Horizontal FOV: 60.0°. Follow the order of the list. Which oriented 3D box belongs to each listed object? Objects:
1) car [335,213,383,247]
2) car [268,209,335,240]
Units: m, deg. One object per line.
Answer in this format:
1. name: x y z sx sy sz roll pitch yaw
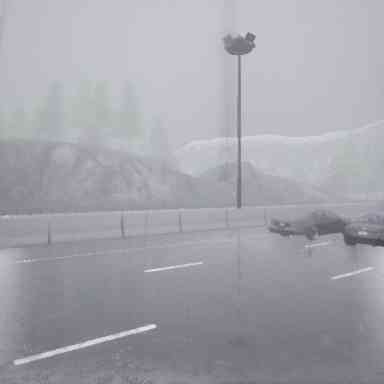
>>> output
1. car: 8.269 1.571 14.066 4.181 1.385 1.994 0 0 -35
2. car: 6.236 1.562 16.916 5.357 1.411 2.033 0 0 -35
